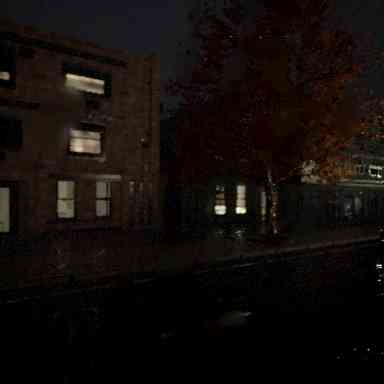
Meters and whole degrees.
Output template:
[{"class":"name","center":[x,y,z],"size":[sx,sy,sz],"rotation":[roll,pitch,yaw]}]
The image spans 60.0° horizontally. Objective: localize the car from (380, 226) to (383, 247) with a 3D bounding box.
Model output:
[{"class":"car","center":[10.548,1.747,15.327],"size":[5.008,1.535,1.882],"rotation":[1,-1,-36]}]
